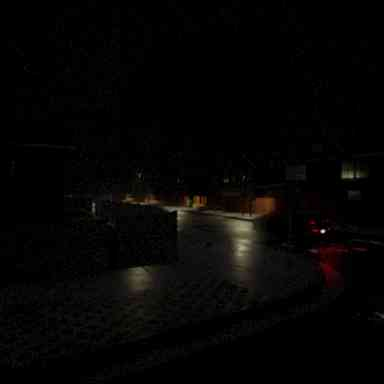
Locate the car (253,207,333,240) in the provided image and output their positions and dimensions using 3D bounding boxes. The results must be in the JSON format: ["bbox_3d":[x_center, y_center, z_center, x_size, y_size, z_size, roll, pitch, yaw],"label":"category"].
[{"bbox_3d":[4.998,1.531,17.186,1.837,1.490,4.892,-4,1,-21],"label":"car"}]

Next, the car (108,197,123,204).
[{"bbox_3d":[-12.142,1.473,52.514,2.128,1.511,4.902,0,0,-23],"label":"car"}]
